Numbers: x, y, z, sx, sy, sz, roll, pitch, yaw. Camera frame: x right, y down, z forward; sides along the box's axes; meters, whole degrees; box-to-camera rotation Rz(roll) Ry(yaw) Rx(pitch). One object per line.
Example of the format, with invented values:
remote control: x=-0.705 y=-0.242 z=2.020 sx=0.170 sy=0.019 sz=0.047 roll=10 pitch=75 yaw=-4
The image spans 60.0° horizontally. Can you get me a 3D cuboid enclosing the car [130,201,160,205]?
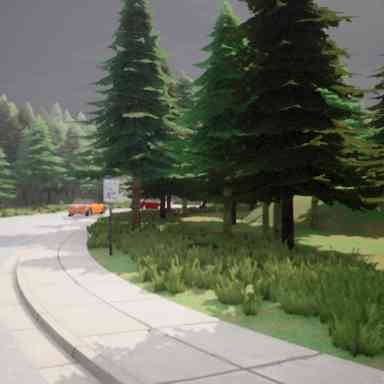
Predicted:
car: x=-5.962 y=1.660 z=43.725 sx=1.882 sy=1.535 sz=5.008 roll=0 pitch=0 yaw=33

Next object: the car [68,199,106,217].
car: x=-10.477 y=1.514 z=33.644 sx=2.097 sy=1.767 sz=4.553 roll=0 pitch=0 yaw=11
